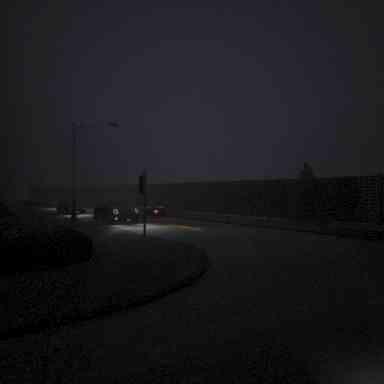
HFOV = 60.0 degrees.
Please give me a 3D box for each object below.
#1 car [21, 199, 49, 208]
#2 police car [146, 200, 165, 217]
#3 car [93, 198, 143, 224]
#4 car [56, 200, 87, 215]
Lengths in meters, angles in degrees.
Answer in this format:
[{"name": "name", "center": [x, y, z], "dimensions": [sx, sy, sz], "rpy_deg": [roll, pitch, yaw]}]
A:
[{"name": "car", "center": [-22.612, 1.615, 47.972], "dimensions": [4.718, 1.301, 1.895], "rpy_deg": [0, 0, 37]}, {"name": "police car", "center": [-4.460, 1.509, 30.116], "dimensions": [2.038, 1.542, 4.974], "rpy_deg": [0, 0, -36]}, {"name": "car", "center": [-5.683, 1.352, 24.775], "dimensions": [2.097, 1.767, 4.553], "rpy_deg": [0, 0, -36]}, {"name": "car", "center": [-12.620, 1.547, 34.496], "dimensions": [2.033, 1.411, 5.357], "rpy_deg": [0, 0, -35]}]
